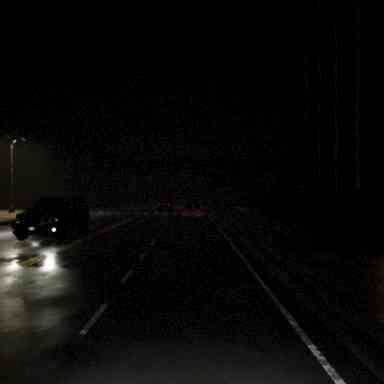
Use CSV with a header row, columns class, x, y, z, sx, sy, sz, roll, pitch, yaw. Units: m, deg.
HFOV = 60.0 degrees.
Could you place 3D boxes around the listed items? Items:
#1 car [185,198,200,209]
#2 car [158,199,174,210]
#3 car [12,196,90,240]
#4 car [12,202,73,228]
class,x,y,z,sx,sy,sz,roll,pitch,yaw
car,0.099,1.594,45.453,1.812,1.442,4.674,0,0,0
car,-3.399,1.607,43.526,2.033,1.411,5.357,0,0,0
car,-7.085,1.265,17.474,2.150,2.045,5.566,0,0,0
car,-10.550,1.551,23.918,2.128,1.511,4.902,0,0,0
